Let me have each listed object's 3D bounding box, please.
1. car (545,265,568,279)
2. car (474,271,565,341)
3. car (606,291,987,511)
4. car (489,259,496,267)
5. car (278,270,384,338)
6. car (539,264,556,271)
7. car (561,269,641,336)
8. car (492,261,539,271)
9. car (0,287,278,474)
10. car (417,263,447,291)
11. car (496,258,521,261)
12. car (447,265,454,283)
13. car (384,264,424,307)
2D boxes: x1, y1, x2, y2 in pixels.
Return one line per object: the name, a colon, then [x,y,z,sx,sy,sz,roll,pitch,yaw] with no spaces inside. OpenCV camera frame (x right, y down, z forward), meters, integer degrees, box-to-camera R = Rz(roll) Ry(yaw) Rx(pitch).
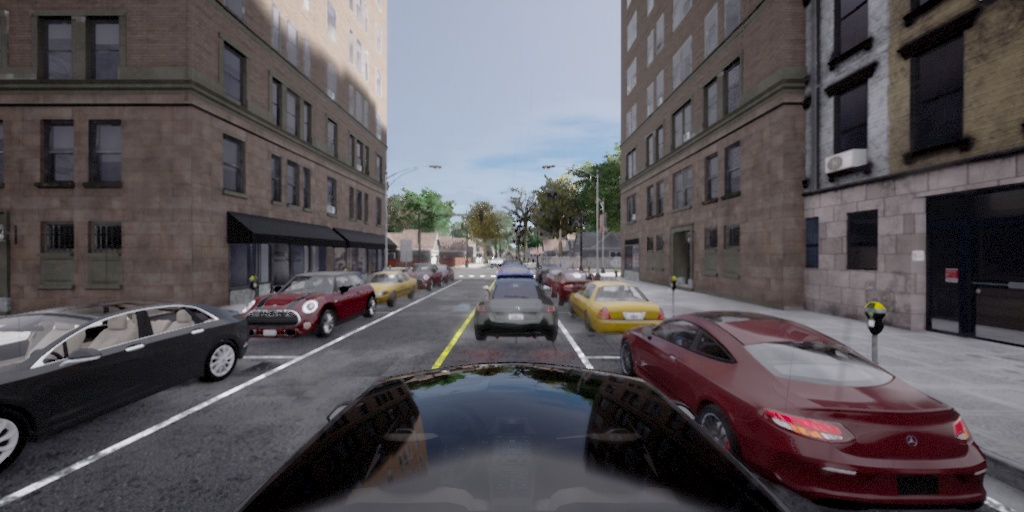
car: [2.676,1.265,15.437,1.888,1.381,4.507,0,0,0]
car: [0.114,1.295,9.835,1.994,1.385,4.181,0,0,1]
car: [2.642,1.325,4.401,1.802,1.307,4.207,0,0,0]
car: [-2.888,1.171,63.668,1.812,1.442,4.674,0,0,0]
car: [-5.366,1.171,9.941,1.967,1.591,4.097,0,0,0]
car: [2.693,1.291,20.955,1.802,1.307,4.207,0,0,0]
car: [2.660,1.256,10.089,1.751,1.417,4.829,0,0,0]
car: [0.129,1.191,18.828,1.882,1.535,5.008,0,0,-1]
car: [-5.383,1.294,4.422,2.007,1.370,4.403,0,0,0]
car: [-5.332,1.148,20.978,1.967,1.591,4.097,0,0,0]
car: [0.080,1.046,28.052,2.097,1.767,4.553,0,0,0]
car: [-5.315,1.279,26.497,1.802,1.307,4.207,0,0,0]
car: [-5.349,1.245,15.289,1.751,1.417,4.829,0,0,0]
